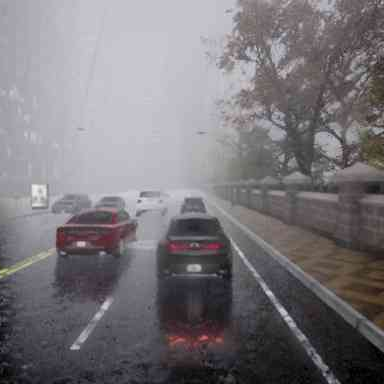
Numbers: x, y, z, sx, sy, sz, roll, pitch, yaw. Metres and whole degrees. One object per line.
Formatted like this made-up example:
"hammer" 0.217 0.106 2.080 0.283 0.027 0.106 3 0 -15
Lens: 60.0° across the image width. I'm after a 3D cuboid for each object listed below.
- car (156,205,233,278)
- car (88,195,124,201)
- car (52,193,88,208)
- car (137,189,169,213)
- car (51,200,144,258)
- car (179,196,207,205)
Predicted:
"car" 0.071 1.346 9.546 1.837 1.490 4.892 0 1 0
"car" -6.582 1.065 27.087 1.837 1.490 4.892 0 1 0
"car" -9.830 0.905 27.557 2.097 1.767 4.553 0 1 0
"car" -3.129 0.784 26.934 2.150 2.045 5.566 0 1 -1
"car" -3.145 1.281 11.905 1.882 1.535 5.008 0 1 0
"car" 0.084 1.094 25.227 1.837 1.490 4.892 0 1 0
